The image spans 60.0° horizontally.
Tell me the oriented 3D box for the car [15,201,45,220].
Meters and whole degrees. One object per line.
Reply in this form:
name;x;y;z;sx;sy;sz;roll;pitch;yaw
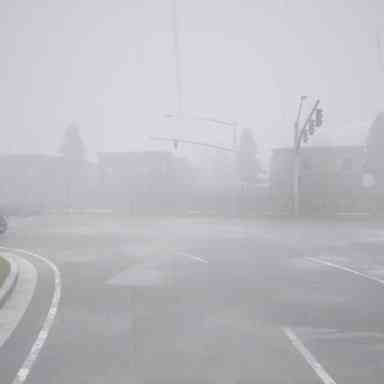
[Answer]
car;-14.869;1.491;28.093;4.902;1.511;2.128;0;0;12

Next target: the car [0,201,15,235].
car;-11.764;1.351;16.699;4.553;1.767;2.097;0;0;12
